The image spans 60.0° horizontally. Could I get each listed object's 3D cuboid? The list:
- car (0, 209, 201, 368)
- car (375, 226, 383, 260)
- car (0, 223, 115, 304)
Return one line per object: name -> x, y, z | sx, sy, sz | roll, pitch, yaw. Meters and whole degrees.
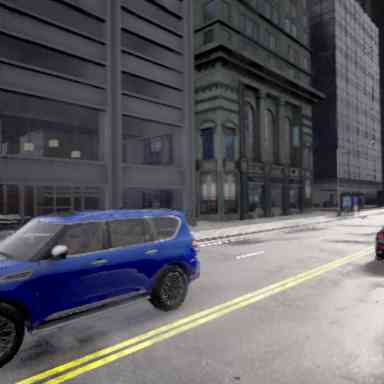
car -> -2.211, 1.398, 6.350 | 2.150, 2.045, 5.566 | -2, -2, 44
car -> 8.317, 1.662, 12.371 | 1.837, 1.490, 4.892 | -2, -2, 44
car -> -4.663, 1.749, 8.478 | 2.128, 1.511, 4.902 | -2, -2, 44
